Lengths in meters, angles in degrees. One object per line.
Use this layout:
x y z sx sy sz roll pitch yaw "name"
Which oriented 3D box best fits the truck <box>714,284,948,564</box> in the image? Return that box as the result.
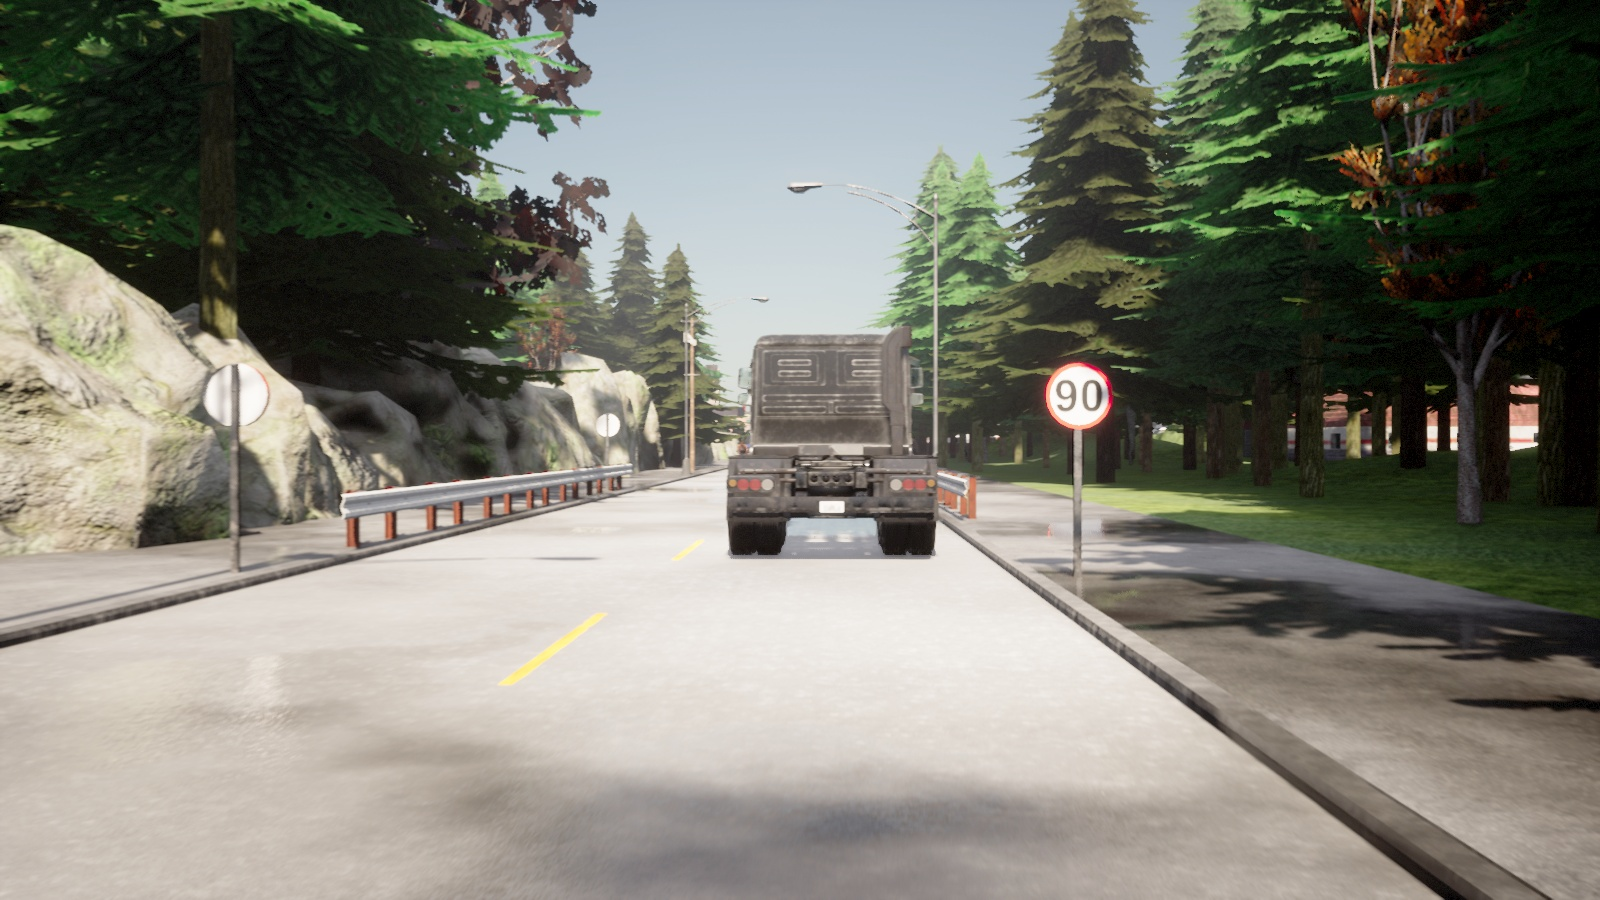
0.470 -0.345 19.525 2.891 3.462 7.936 0 0 1 "truck"
